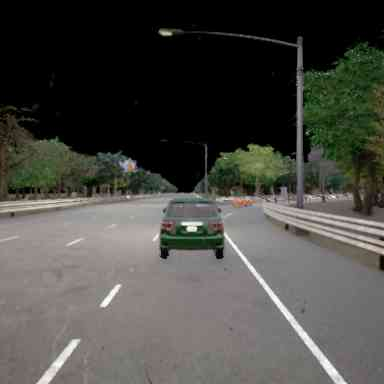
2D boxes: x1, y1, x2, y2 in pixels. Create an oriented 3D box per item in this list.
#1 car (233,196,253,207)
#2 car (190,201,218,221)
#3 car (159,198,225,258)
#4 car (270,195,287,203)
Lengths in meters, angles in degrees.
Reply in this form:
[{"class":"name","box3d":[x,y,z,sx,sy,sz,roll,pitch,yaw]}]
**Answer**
[{"class":"car","box3d":[7.882,1.334,50.748,2.097,1.767,4.553,0,0,25]},{"class":"car","box3d":[1.108,1.526,28.216,1.812,1.442,4.674,0,0,8]},{"class":"car","box3d":[0.007,1.218,12.896,2.150,2.045,5.566,0,0,0]},{"class":"car","box3d":[17.290,1.434,66.488,1.882,1.535,5.008,0,0,37]}]
